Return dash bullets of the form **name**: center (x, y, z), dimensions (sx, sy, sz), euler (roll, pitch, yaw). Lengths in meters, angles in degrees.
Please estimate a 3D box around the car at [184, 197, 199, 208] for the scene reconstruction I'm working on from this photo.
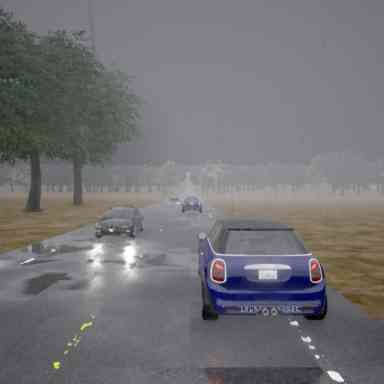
- **car**: center (-0.053, 1.462, 46.363), dimensions (1.994, 1.385, 4.181), euler (0, 0, 0)

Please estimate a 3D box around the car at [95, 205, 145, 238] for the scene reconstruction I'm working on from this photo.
- **car**: center (-3.635, 1.472, 17.378), dimensions (1.837, 1.490, 4.892), euler (0, 0, 0)

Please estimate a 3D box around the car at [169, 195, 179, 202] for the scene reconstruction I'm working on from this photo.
- **car**: center (-3.640, 1.311, 68.974), dimensions (1.882, 1.535, 5.008), euler (0, 0, 0)

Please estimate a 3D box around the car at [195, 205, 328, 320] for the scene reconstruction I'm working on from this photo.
- **car**: center (1.210, 1.339, 7.450), dimensions (2.097, 1.767, 4.553), euler (0, 0, 0)

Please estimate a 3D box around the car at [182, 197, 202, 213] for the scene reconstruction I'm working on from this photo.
- **car**: center (-0.001, 1.277, 36.209), dimensions (2.097, 1.767, 4.553), euler (0, 0, 0)
